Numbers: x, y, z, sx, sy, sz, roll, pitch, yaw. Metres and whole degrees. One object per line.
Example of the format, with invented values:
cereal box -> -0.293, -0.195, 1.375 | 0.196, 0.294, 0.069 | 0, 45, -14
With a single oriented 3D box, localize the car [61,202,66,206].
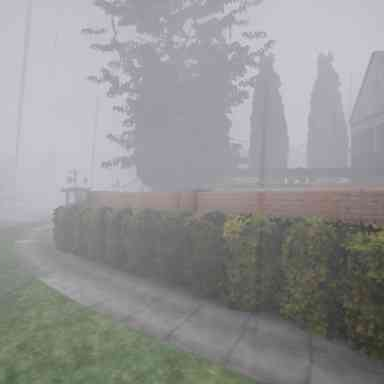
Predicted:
car -> -21.204, 2.074, 58.435 | 1.882, 1.535, 5.008 | 0, -1, 1
